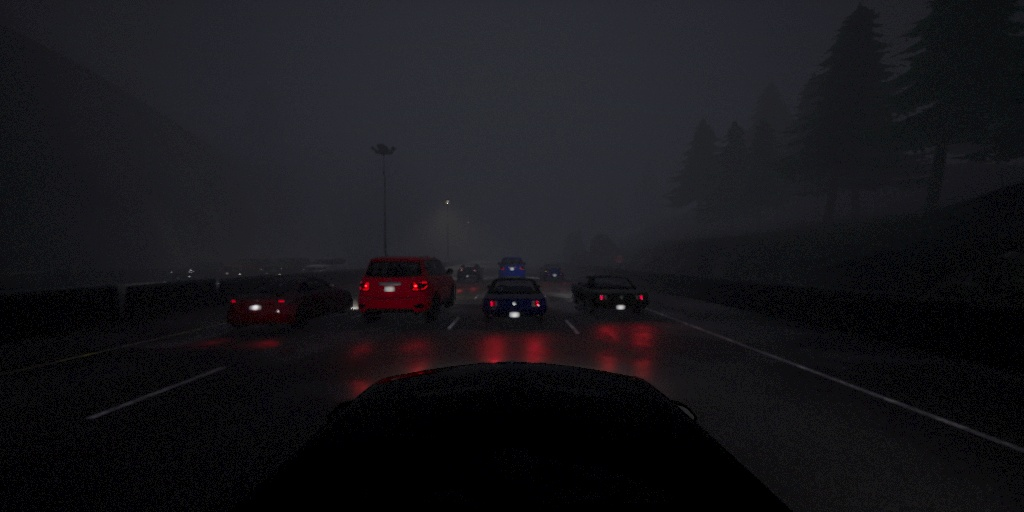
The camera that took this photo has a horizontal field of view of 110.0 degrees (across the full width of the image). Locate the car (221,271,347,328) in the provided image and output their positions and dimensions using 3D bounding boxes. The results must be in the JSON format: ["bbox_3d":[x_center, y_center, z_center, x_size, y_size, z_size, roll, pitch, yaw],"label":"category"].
[{"bbox_3d":[-6.929,1.374,11.675,1.994,1.385,4.181,0,0,0],"label":"car"}]

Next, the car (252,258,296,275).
[{"bbox_3d":[-21.114,1.168,33.731,2.150,2.045,5.566,0,-1,0],"label":"car"}]

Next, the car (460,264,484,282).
[{"bbox_3d":[-3.496,1.387,30.567,2.128,1.511,4.902,0,0,0],"label":"car"}]

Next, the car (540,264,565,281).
[{"bbox_3d":[3.500,1.414,31.726,1.812,1.442,4.674,0,0,0],"label":"car"}]

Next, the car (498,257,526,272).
[{"bbox_3d":[0.006,1.108,30.072,2.150,2.045,5.566,0,0,0],"label":"car"}]

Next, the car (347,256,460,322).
[{"bbox_3d":[-3.433,1.031,12.704,2.150,2.045,5.566,0,0,0],"label":"car"}]

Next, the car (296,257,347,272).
[{"bbox_3d":[-17.612,1.153,34.189,2.150,2.045,5.566,0,0,0],"label":"car"}]

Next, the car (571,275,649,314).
[{"bbox_3d":[3.563,1.404,13.992,1.895,1.301,4.718,0,0,0],"label":"car"}]

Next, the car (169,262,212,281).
[{"bbox_3d":[-28.123,1.299,32.444,2.097,1.767,4.553,0,0,0],"label":"car"}]

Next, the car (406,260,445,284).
[{"bbox_3d":[-6.992,1.248,29.434,2.097,1.767,4.553,0,0,0],"label":"car"}]

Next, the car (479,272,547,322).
[{"bbox_3d":[0.068,1.403,12.478,1.895,1.301,4.718,0,0,0],"label":"car"}]

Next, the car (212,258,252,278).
[{"bbox_3d":[-24.614,1.174,33.732,2.150,2.045,5.566,0,-1,0],"label":"car"}]
